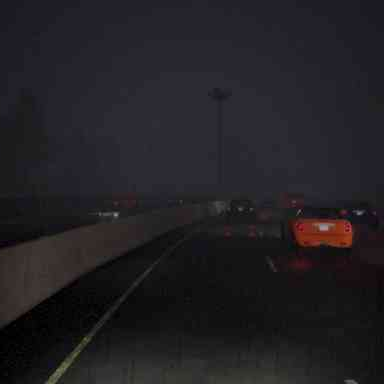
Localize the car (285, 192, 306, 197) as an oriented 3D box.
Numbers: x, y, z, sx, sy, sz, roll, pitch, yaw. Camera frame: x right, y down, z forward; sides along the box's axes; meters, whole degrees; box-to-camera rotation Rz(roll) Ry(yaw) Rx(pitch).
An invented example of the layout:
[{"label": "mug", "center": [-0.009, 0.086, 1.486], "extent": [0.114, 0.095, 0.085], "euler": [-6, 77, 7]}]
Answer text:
[{"label": "car", "center": [10.820, 1.041, 34.452], "extent": [2.150, 2.045, 5.566], "euler": [0, 0, 21]}]

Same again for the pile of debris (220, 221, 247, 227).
[{"label": "pile of debris", "center": [2.719, 2.053, 21.520], "extent": [1.500, 0.140, 1.860], "euler": [0, 0, 14]}]

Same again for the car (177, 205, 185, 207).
[{"label": "car", "center": [-1.393, 1.096, 42.199], "extent": [2.097, 1.767, 4.553], "euler": [0, 0, 22]}]

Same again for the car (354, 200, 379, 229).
[{"label": "car", "center": [10.067, 1.250, 21.033], "extent": [2.097, 1.767, 4.553], "euler": [0, 0, 14]}]

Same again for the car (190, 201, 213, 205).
[{"label": "car", "center": [1.748, 1.308, 40.650], "extent": [2.033, 1.411, 5.357], "euler": [0, 0, 22]}]

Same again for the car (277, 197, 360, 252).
[{"label": "car", "center": [4.957, 1.281, 13.750], "extent": [2.097, 1.767, 4.553], "euler": [0, 0, 9]}]

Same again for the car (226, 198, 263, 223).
[{"label": "car", "center": [3.881, 1.212, 24.796], "extent": [2.097, 1.767, 4.553], "euler": [0, 0, 15]}]

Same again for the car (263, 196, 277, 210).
[{"label": "car", "center": [9.380, 1.288, 40.213], "extent": [1.837, 1.490, 4.892], "euler": [0, 1, 22]}]
